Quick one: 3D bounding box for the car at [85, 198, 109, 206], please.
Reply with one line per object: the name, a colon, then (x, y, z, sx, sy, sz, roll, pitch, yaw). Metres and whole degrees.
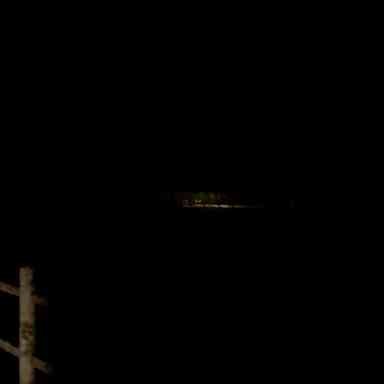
car: (-17.882, 1.904, 62.874, 2.097, 1.767, 4.553, 2, -1, 36)
